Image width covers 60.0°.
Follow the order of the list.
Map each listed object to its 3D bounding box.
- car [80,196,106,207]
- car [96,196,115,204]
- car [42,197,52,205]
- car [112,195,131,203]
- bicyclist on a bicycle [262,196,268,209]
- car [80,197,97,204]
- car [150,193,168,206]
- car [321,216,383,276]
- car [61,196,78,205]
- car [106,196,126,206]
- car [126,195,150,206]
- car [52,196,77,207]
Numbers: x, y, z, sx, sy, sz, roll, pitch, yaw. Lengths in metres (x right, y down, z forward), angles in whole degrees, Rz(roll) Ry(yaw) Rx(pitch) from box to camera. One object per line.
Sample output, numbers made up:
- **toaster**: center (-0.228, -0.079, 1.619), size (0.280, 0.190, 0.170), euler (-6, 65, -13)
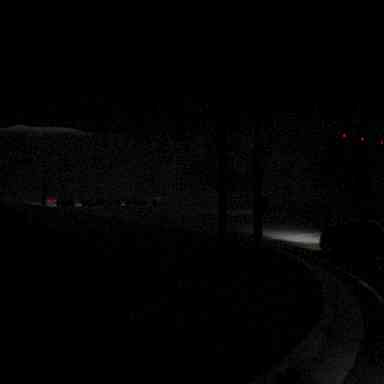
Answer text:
- **car**: center (-15.638, 1.614, 51.932), size (1.895, 1.301, 4.718), euler (0, 0, -35)
- **car**: center (-17.296, 1.496, 66.299), size (1.882, 1.535, 5.008), euler (0, 0, -35)
- **car**: center (-25.896, 1.613, 60.447), size (1.895, 1.301, 4.718), euler (0, 0, -35)
- **car**: center (-14.570, 1.498, 68.506), size (1.882, 1.535, 5.008), euler (0, 0, -35)
- **bicyclist on a bicycle**: center (9.070, 1.322, 41.921), size (1.656, 1.620, 0.582), euler (0, 0, -35)
- **car**: center (-19.961, 1.617, 64.004), size (1.895, 1.301, 4.718), euler (0, 0, -35)
- **car**: center (-6.240, 1.241, 56.819), size (2.150, 2.045, 5.566), euler (0, 0, -35)
- **car**: center (5.823, 1.498, 10.440), size (2.128, 1.511, 4.902), euler (1, 0, -5)
- **car**: center (-22.879, 1.540, 62.209), size (1.812, 1.442, 4.674), euler (0, 0, -35)
- **car**: center (-13.252, 1.562, 54.621), size (2.033, 1.411, 5.357), euler (0, 0, -35)
- **car**: center (-9.561, 1.509, 55.464), size (2.128, 1.511, 4.902), euler (0, 0, -35)
- **car**: center (-19.522, 1.503, 51.373), size (2.128, 1.511, 4.902), euler (0, 0, -35)
